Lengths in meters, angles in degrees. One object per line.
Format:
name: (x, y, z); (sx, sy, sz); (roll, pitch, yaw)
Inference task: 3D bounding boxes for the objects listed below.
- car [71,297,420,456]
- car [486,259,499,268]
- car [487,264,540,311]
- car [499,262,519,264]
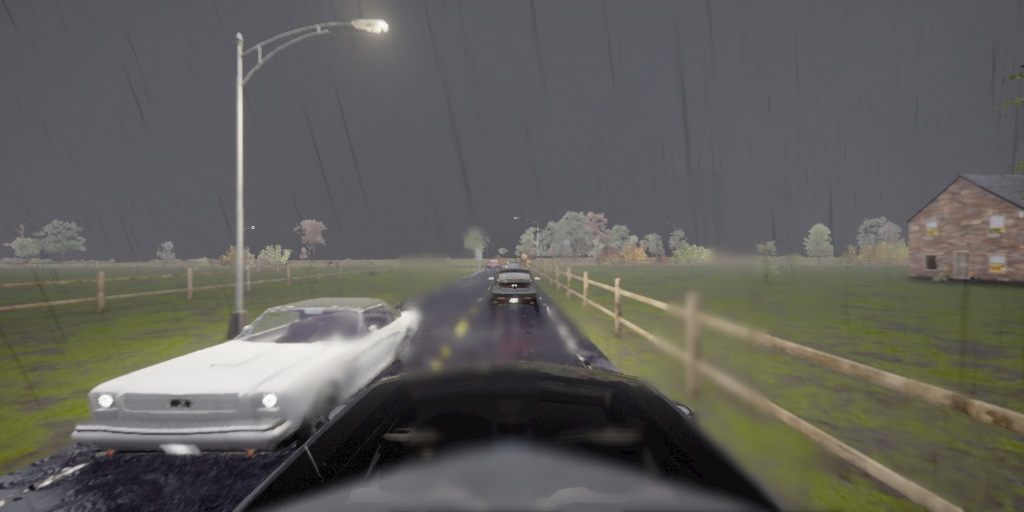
car: (-2.849, 1.350, 5.286); (1.895, 1.301, 4.718); (0, 0, 0)
car: (-2.800, 1.256, 55.441); (1.812, 1.442, 4.674); (0, 0, 1)
car: (0.095, 1.253, 14.544); (1.837, 1.490, 4.892); (0, 0, 0)
car: (0.087, 1.288, 35.611); (2.033, 1.411, 5.357); (0, 0, 0)
